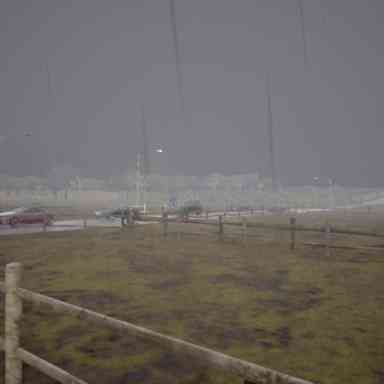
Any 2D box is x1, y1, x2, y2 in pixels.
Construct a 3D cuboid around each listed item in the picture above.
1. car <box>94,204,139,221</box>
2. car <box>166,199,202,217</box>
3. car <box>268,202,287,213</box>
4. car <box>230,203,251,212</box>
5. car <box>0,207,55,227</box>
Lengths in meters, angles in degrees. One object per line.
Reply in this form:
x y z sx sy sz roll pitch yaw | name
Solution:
-7.297 1.949 32.586 2.128 1.511 4.902 1 -1 35 | car
-0.861 1.943 41.701 2.150 2.045 5.566 1 -1 35 | car
15.330 2.770 59.591 2.097 1.767 4.553 1 -1 37 | car
8.032 2.530 54.170 1.895 1.301 4.718 1 -1 35 | car
-12.566 1.823 25.123 1.994 1.385 4.181 1 -1 36 | car
